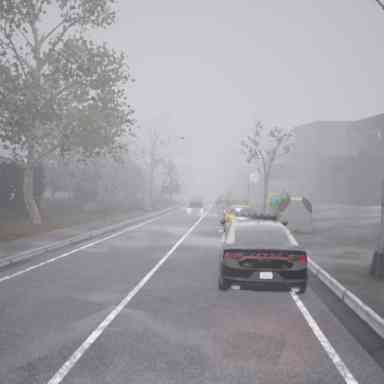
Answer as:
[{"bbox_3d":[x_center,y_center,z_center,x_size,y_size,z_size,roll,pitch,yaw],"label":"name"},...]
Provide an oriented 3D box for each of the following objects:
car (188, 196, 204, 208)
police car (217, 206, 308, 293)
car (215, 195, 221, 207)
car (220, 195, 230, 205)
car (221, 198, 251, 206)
[{"bbox_3d":[0.573,1.277,44.037,1.882,1.535,5.008,0,0,4],"label":"car"},{"bbox_3d":[1.716,1.412,9.045,1.930,1.638,5.238,1,0,6],"label":"police car"},{"bbox_3d":[4.462,1.153,48.046,2.097,1.767,4.553,0,0,3],"label":"car"},{"bbox_3d":[3.375,1.271,24.893,2.097,1.767,4.553,1,0,6],"label":"car"},{"bbox_3d":[2.770,1.400,19.117,1.801,1.575,5.366,1,0,6],"label":"car"}]
